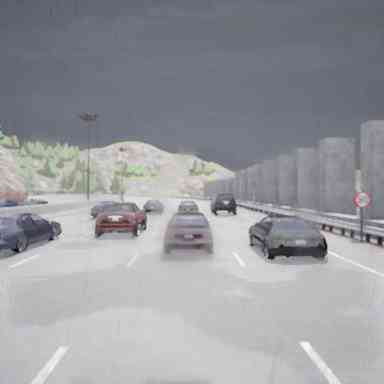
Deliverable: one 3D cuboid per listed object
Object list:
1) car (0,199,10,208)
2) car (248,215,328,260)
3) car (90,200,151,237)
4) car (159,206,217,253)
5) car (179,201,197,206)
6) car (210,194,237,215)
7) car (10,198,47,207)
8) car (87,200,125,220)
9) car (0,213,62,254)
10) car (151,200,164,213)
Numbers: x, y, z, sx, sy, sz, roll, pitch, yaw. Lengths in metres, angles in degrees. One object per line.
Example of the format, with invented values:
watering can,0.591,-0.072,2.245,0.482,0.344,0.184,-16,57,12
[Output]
car,-21.737,1.528,38.119,1.812,1.442,4.674,0,0,-1
car,3.375,1.537,12.406,1.994,1.385,4.181,0,0,-1
car,-3.687,1.335,18.009,2.097,1.767,4.553,0,0,-1
car,-0.140,1.528,13.599,2.033,1.411,5.357,0,0,-1
car,-0.351,1.506,29.183,2.033,1.411,5.357,0,0,-1
car,3.070,1.165,33.252,2.150,2.045,5.566,0,0,-1
car,-18.275,1.484,38.164,2.128,1.511,4.902,0,0,-2
car,-7.349,1.525,29.077,2.033,1.411,5.357,0,0,-1
car,-7.138,1.547,13.529,2.033,1.411,5.357,0,0,-1
car,-3.973,1.524,34.606,1.994,1.385,4.181,0,0,-1
